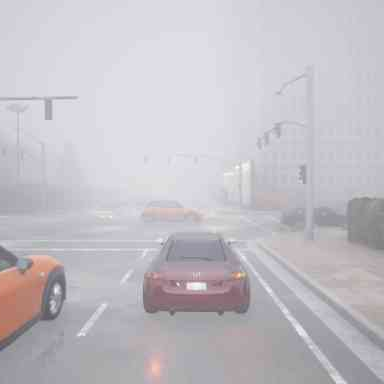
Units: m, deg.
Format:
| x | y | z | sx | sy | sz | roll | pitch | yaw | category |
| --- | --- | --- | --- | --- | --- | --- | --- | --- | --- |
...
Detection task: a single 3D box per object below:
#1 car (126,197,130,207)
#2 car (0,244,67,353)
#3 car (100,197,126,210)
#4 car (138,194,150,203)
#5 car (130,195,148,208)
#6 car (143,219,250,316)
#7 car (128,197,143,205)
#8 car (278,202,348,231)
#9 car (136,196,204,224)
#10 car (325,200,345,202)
| x | y | z | sx | sy | sz | roll | pitch | yaw | category |
| --- | --- | --- | --- | --- | --- | --- | --- | --- | --- |
| -10.507 | 1.469 | 52.616 | 1.882 | 1.535 | 5.008 | 0 | 0 | 0 | car |
| -3.433 | 1.351 | 4.461 | 2.097 | 1.767 | 4.553 | 0 | 0 | 1 | car |
| -10.535 | 1.485 | 43.467 | 2.128 | 1.511 | 4.902 | 0 | 0 | 1 | car |
| -10.387 | 1.344 | 72.246 | 2.097 | 1.767 | 4.553 | 0 | 0 | 0 | car |
| -7.012 | 1.344 | 47.065 | 2.097 | 1.767 | 4.553 | 0 | 0 | 0 | car |
| 0.089 | 1.563 | 7.634 | 1.994 | 1.385 | 4.181 | 0 | 0 | 0 | car |
| -10.460 | 1.591 | 61.916 | 1.895 | 1.301 | 4.718 | 0 | 0 | 0 | car |
| 7.871 | 1.559 | 20.679 | 4.892 | 1.490 | 1.837 | 0 | 0 | 0 | car |
| -1.420 | 1.379 | 24.171 | 4.553 | 1.767 | 2.097 | 0 | 0 | 0 | car |
| 13.142 | 1.542 | 31.381 | 4.902 | 1.511 | 2.128 | 0 | 0 | 0 | car |
